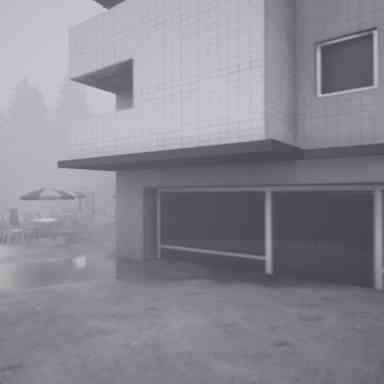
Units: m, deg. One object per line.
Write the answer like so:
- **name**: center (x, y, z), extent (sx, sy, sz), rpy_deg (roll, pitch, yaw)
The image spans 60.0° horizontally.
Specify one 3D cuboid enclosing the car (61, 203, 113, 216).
- **car**: center (-10.642, 1.737, 34.019), extent (2.033, 1.411, 5.357), rpy_deg (0, 0, 36)
